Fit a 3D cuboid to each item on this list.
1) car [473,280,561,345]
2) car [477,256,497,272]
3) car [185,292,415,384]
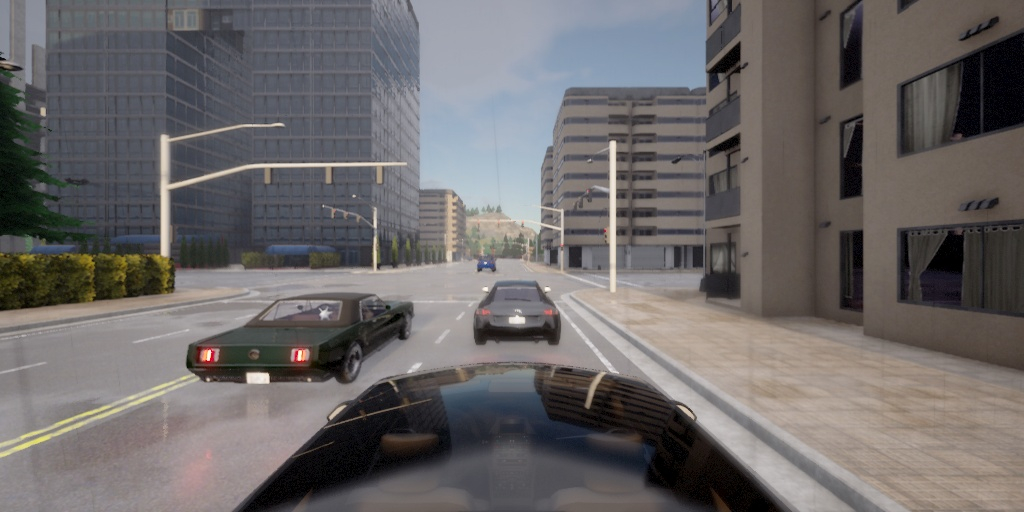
[{"bbox_3d":[0.126,1.317,9.504,1.994,1.385,4.181,0,0,1],"label":"car"},{"bbox_3d":[-3.232,0.990,46.261,2.150,2.045,5.566,0,0,0],"label":"car"},{"bbox_3d":[-3.384,1.353,7.025,1.895,1.301,4.718,0,0,0],"label":"car"}]
